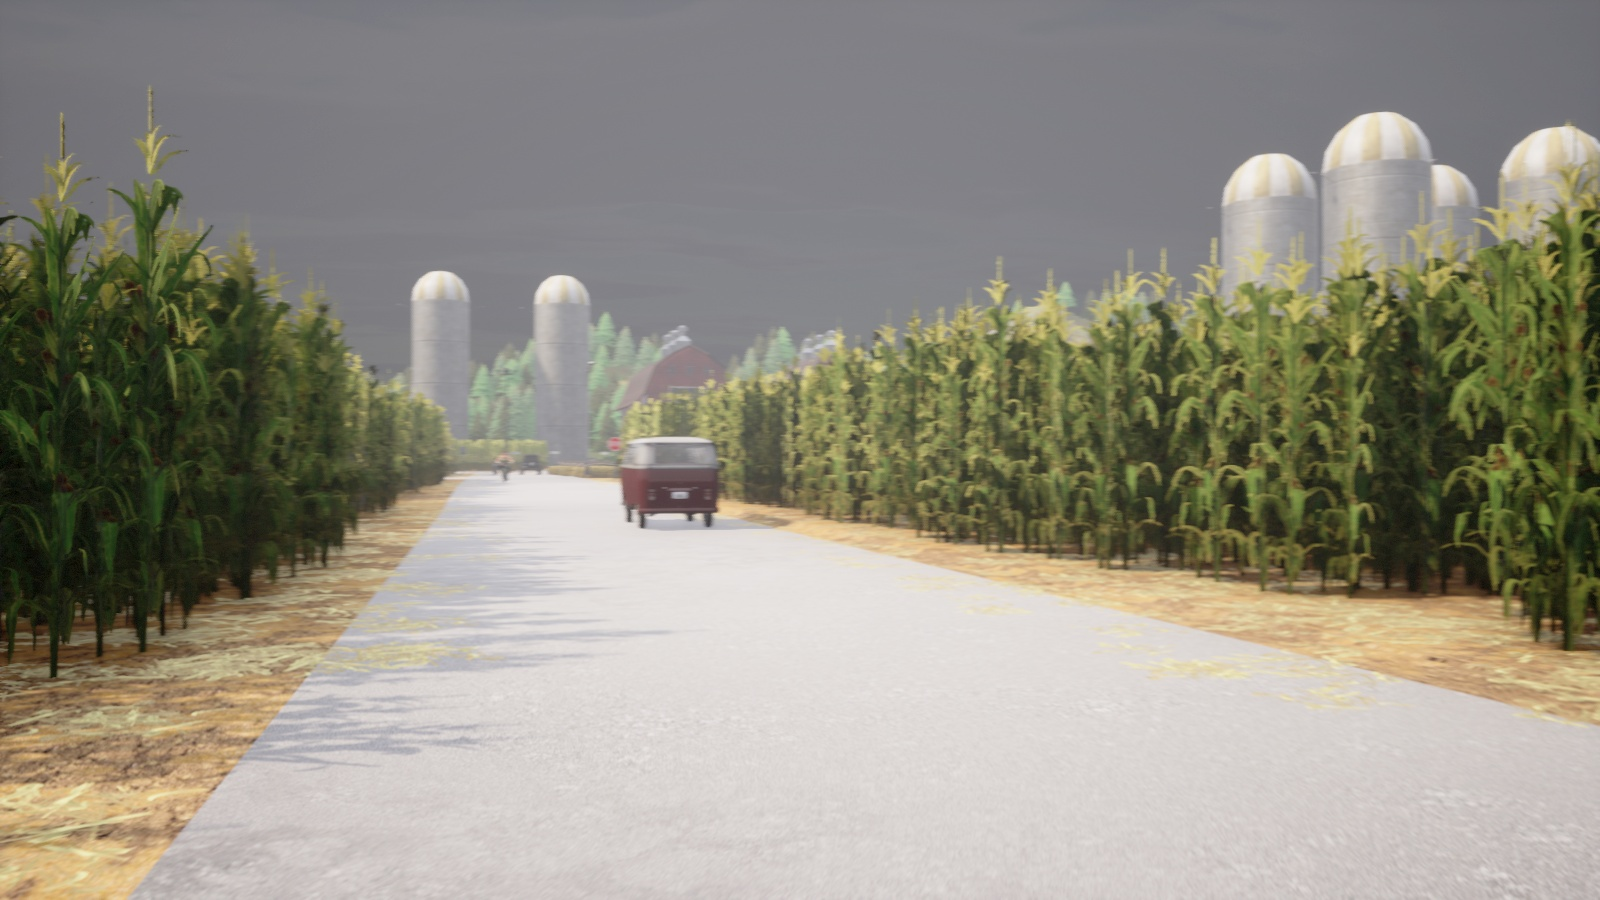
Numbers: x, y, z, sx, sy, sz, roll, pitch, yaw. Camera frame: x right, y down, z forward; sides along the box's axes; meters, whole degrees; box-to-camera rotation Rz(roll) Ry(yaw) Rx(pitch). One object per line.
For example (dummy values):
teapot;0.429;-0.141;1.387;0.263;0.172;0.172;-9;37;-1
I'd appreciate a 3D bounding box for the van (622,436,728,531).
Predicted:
van;-2.925;0.707;28.478;1.775;1.987;4.442;0;0;-14
